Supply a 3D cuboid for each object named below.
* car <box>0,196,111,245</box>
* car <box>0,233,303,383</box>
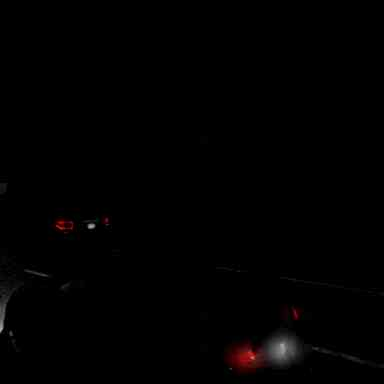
[{"bbox_3d":[-5.377,1.164,12.125,5.566,2.045,2.150,0,0,35],"label":"car"},{"bbox_3d":[-0.723,1.548,4.510,4.181,1.385,1.994,0,0,35],"label":"car"}]
